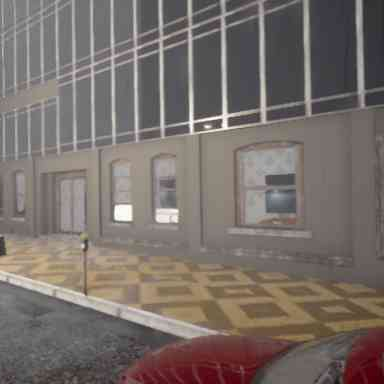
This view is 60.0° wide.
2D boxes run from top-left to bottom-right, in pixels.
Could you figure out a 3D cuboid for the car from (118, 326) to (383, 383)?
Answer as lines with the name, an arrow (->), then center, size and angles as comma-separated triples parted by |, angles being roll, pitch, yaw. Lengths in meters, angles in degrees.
car -> 1.264, 1.582, 1.990 | 4.206, 1.307, 1.802 | 0, -1, 36
